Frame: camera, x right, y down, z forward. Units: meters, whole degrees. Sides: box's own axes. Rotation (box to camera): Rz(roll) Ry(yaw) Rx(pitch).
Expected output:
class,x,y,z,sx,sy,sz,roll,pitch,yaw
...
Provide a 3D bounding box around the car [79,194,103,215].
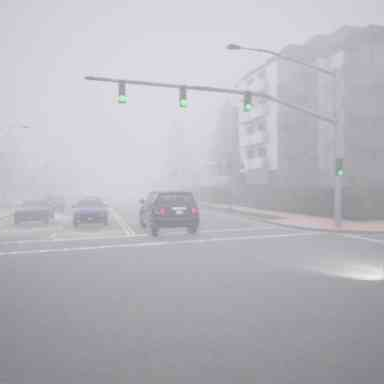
class,x,y,z,sx,sy,sz,roll,pitch,yaw
car,-8.998,1.052,29.788,1.882,1.535,5.008,-1,1,-16

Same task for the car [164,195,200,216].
class,x,y,z,sx,sy,sz,roll,pitch,yaw
car,-0.941,1.029,27.800,1.812,1.442,4.674,-1,1,-17

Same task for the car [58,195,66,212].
class,x,y,z,sx,sy,sz,roll,pitch,yaw
car,-13.320,1.081,32.100,2.128,1.511,4.902,-1,1,-16

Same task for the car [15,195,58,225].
class,x,y,z,sx,sy,sz,roll,pitch,yaw
car,-10.409,1.206,22.253,1.882,1.535,5.008,-1,1,-17

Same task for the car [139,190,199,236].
class,x,y,z,sx,sy,sz,roll,pitch,yaw
car,-1.313,0.928,16.819,2.150,2.045,5.566,-1,1,-17

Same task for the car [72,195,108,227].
class,x,y,z,sx,sy,sz,roll,pitch,yaw
car,-6.324,1.179,20.760,1.882,1.535,5.008,-1,1,-16
